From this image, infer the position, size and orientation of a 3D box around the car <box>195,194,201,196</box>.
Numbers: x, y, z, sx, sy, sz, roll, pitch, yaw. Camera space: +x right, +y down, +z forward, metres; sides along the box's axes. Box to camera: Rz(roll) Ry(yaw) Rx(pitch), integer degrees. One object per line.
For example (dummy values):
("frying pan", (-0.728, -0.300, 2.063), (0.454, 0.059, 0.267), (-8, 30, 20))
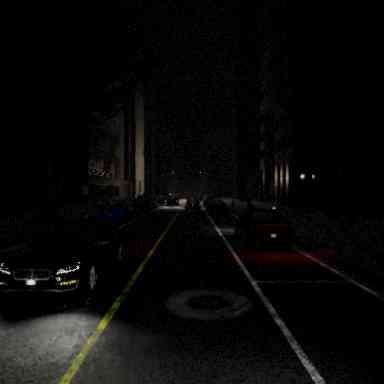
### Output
("car", (0.038, 1.473, 51.054), (1.812, 1.442, 4.674), (0, 0, 0))

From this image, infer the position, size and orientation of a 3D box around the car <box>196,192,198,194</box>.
("car", (2.729, 1.309, 85.911), (2.192, 1.841, 5.009), (0, 0, 0))

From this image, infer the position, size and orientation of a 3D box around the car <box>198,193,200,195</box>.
("car", (2.721, 1.498, 74.843), (1.752, 1.417, 4.829), (0, 0, 1))

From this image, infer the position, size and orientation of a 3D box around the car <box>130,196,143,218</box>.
("car", (-5.837, 1.396, 29.542), (1.967, 1.590, 4.097), (0, 0, 0))

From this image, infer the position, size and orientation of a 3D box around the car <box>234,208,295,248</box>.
("car", (3.011, 1.444, 14.732), (1.882, 1.535, 5.008), (0, 0, 0))

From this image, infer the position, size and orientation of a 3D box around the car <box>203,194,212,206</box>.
("car", (2.697, 1.390, 40.801), (1.967, 1.590, 4.097), (0, 0, 0))

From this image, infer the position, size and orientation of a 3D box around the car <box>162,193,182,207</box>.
("car", (-3.039, 1.299, 50.968), (2.097, 1.767, 4.553), (0, 0, 0))

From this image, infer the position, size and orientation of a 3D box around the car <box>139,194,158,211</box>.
("car", (-5.829, 1.265, 40.821), (2.192, 1.841, 5.009), (0, 0, 0))

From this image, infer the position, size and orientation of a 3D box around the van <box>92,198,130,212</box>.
("van", (-5.841, 1.300, 23.902), (1.690, 1.788, 3.998), (0, 0, 0))

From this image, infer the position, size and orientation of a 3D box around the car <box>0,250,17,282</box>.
("car", (-5.851, 1.548, 6.985), (1.947, 1.339, 4.313), (0, 0, 0))

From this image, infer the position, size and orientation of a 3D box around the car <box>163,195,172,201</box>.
("car", (-5.808, 1.507, 80.094), (1.752, 1.417, 4.829), (0, 0, 1))

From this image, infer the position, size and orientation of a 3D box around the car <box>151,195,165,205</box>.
("car", (-5.817, 1.390, 57.740), (1.967, 1.590, 4.097), (0, 0, 0))

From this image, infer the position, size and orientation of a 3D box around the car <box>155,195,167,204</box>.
("car", (-5.813, 1.394, 63.378), (1.967, 1.590, 4.097), (0, 0, 0))

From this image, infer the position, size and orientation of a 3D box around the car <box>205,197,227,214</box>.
("car", (2.693, 1.497, 35.162), (1.887, 1.381, 4.507), (0, 0, 0))

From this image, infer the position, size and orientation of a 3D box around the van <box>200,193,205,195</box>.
("van", (2.708, 1.290, 57.718), (1.690, 1.788, 3.998), (0, 0, 0))

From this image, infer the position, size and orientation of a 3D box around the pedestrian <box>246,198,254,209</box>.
("pedestrian", (3.013, 1.255, 17.736), (0.375, 1.860, 0.375), (0, 0, -15))

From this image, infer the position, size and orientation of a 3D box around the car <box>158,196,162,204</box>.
("car", (-5.824, 1.263, 46.460), (2.192, 1.841, 5.009), (0, 0, 0))

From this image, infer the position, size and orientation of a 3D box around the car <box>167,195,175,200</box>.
("car", (-5.794, 1.528, 91.407), (1.752, 1.417, 4.829), (0, 0, 0))

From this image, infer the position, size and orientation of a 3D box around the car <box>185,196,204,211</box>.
("car", (0.104, 1.498, 39.609), (2.033, 1.411, 5.357), (0, 0, 0))

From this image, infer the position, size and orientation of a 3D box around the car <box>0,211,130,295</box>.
("car", (-3.095, 1.482, 8.824), (1.837, 1.490, 4.892), (0, 0, 0))
